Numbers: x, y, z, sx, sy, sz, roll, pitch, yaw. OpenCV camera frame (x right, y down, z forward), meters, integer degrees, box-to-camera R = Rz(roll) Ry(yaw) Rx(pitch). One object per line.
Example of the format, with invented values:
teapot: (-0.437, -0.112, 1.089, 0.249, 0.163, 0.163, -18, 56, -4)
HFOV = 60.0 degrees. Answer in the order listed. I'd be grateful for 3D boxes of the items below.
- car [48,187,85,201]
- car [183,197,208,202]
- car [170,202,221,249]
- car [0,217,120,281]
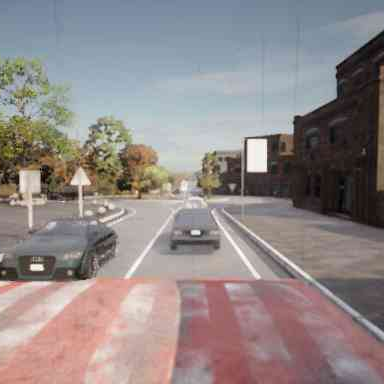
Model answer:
car: (-19.016, 0.277, 50.687, 2.150, 2.045, 5.566, 4, 3, 38)
car: (0.266, 1.120, 25.707, 1.812, 1.442, 4.674, 0, 1, 2)
car: (0.121, 1.339, 13.397, 2.033, 1.411, 5.357, 0, 1, 0)
car: (-3.326, 1.413, 9.123, 1.994, 1.385, 4.181, 0, 0, 0)
